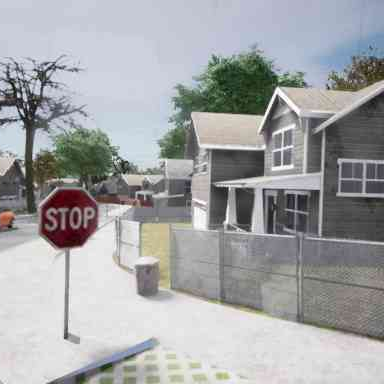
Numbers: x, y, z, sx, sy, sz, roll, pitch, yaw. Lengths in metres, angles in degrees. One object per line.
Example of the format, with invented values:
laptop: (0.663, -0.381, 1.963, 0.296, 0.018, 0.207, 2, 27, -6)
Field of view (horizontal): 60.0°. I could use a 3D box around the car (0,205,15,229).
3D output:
car: (-13.083, 1.608, 21.157, 2.097, 1.767, 4.553, 1, -1, -8)
